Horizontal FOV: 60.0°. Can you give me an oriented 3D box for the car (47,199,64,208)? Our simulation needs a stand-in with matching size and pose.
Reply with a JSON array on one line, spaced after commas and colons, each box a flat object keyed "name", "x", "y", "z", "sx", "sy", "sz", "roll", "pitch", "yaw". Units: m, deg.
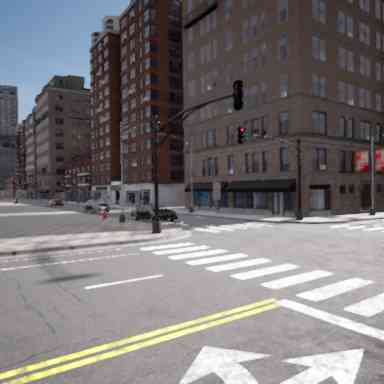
[{"name": "car", "x": -22.338, "y": 1.777, "z": 54.341, "sx": 1.994, "sy": 1.385, "sz": 4.181, "roll": -1, "pitch": 0, "yaw": -35}]

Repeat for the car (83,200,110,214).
[{"name": "car", "x": -10.948, "y": 1.633, "z": 38.004, "sx": 2.128, "sy": 1.511, "sz": 4.902, "roll": -1, "pitch": 1, "yaw": -35}]

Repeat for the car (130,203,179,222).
[{"name": "car", "x": -3.200, "y": 1.643, "z": 26.992, "sx": 2.033, "sy": 1.411, "sz": 5.357, "roll": -1, "pitch": 1, "yaw": -35}]
